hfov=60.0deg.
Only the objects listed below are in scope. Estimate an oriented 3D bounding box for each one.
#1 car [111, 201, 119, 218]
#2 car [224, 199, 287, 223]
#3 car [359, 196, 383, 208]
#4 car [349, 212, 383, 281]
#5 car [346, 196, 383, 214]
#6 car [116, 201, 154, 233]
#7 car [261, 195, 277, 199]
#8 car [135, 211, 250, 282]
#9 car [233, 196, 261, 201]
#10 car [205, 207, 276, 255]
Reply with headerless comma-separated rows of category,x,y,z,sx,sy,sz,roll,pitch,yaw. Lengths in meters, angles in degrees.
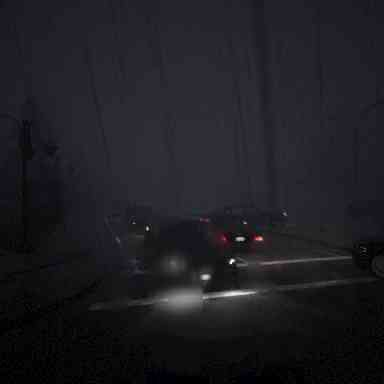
car,-6.301,1.516,30.108,2.033,1.411,5.357,0,0,-17
car,2.884,1.466,19.750,5.357,1.411,2.033,-3,1,-20
car,23.838,1.273,43.259,1.845,1.501,3.633,0,0,-17
car,6.667,1.475,8.120,5.008,1.535,1.882,0,0,38
car,15.557,1.356,29.256,1.970,1.475,3.806,0,0,-17
car,-3.121,1.529,19.963,2.033,1.411,5.357,0,0,-17
car,10.273,1.277,47.159,2.152,1.636,5.027,0,0,-17
car,-0.369,1.543,10.134,2.033,1.411,5.357,0,0,-15
car,7.287,1.287,46.197,2.007,1.523,4.514,0,0,-17
car,1.368,1.539,13.065,2.033,1.411,5.357,0,0,-4
